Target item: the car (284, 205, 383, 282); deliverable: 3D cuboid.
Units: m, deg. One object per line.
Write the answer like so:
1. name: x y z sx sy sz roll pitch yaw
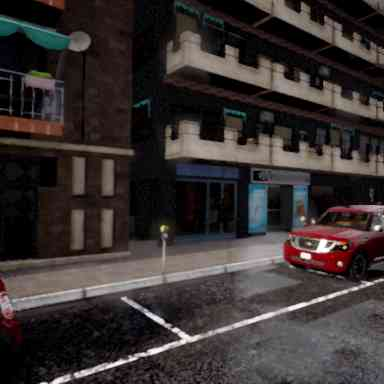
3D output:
1. car: 5.017 1.356 10.132 5.009 1.841 2.192 0 1 -36

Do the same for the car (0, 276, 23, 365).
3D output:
1. car: -4.195 1.435 3.548 4.097 1.590 1.967 0 1 -36
